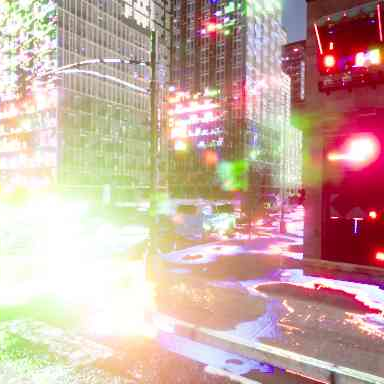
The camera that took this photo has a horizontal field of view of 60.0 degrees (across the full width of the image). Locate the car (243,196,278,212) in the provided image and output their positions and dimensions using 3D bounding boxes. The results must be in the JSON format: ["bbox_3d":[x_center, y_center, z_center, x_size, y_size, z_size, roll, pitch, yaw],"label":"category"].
[{"bbox_3d":[7.244,1.383,36.184,1.882,1.535,5.008,1,1,35],"label":"car"}]

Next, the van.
[{"bbox_3d":[0.787,1.368,17.017,1.690,1.788,3.998,1,1,35],"label":"van"}]

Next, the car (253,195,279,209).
[{"bbox_3d":[9.898,1.294,44.448,1.967,1.590,4.097,1,1,35],"label":"car"}]

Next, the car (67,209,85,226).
[{"bbox_3d":[-6.061,1.467,21.854,1.947,1.339,4.313,1,1,35],"label":"car"}]

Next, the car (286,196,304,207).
[{"bbox_3d":[16.059,1.498,48.513,2.033,1.411,5.357,1,1,35],"label":"car"}]

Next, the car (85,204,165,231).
[{"bbox_3d":[-3.844,1.541,20.505,1.895,1.301,4.718,1,1,35],"label":"car"}]

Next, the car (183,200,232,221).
[{"bbox_3d":[1.411,1.448,27.942,1.812,1.442,4.674,1,1,35],"label":"car"}]

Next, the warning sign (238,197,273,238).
[{"bbox_3d":[3.071,1.177,16.130,1.300,1.860,1.060,1,1,35],"label":"warning sign"}]
